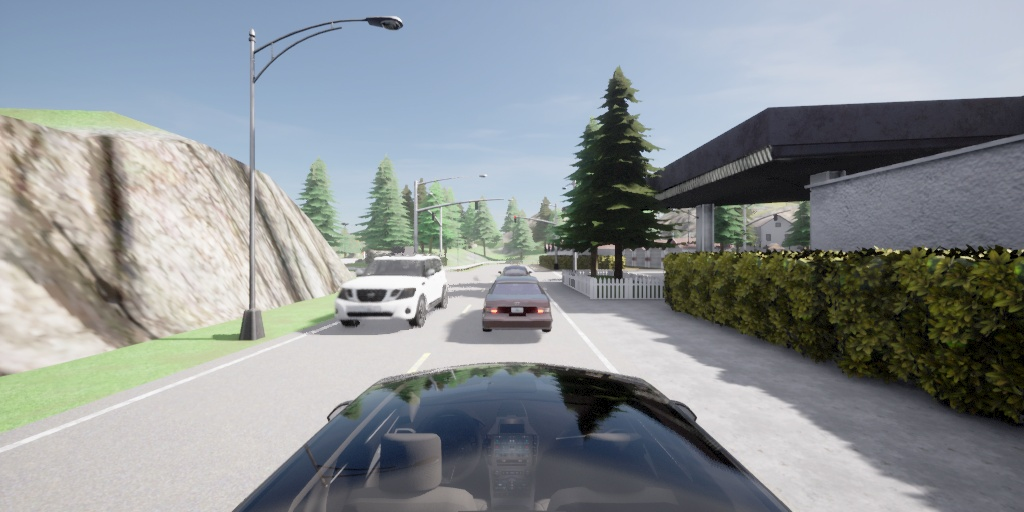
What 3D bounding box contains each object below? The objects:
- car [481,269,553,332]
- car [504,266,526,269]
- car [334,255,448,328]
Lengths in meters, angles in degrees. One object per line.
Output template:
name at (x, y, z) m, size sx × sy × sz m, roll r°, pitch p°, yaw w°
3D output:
car at (0.135, 1.297, 10.801) m, size 2.033 × 1.411 × 5.357 m, roll 0°, pitch 0°, yaw 0°
car at (0.180, 1.276, 20.387) m, size 1.812 × 1.442 × 4.674 m, roll 0°, pitch 0°, yaw 0°
car at (-3.552, 0.971, 11.729) m, size 2.150 × 2.045 × 5.566 m, roll 0°, pitch 0°, yaw 0°
